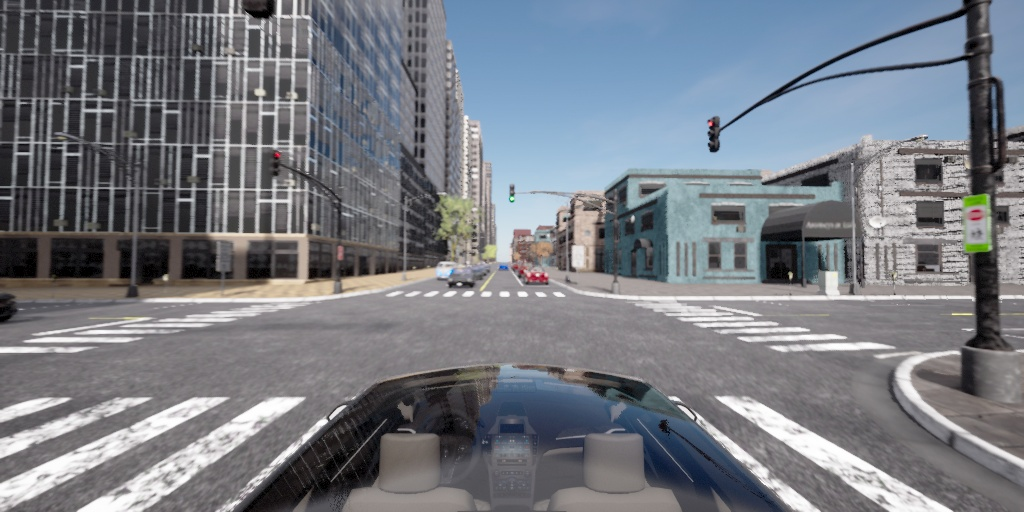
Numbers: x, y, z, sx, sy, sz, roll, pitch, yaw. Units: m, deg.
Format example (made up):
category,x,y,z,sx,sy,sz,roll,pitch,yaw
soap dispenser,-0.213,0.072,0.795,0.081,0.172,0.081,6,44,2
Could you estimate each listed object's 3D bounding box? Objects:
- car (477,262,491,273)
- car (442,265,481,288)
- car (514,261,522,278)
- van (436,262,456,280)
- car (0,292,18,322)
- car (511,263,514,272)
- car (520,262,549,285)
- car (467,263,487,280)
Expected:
category,x,y,z,sx,sy,sz,roll,pitch,yaw
car,-4.185,1.851,46.640,2.033,1.411,5.357,0,-1,-1
car,-3.726,1.607,27.500,2.033,1.411,5.357,0,-1,-2
car,1.712,1.597,41.780,2.192,1.841,5.009,0,0,-1
van,-6.533,1.489,35.874,1.690,1.789,3.998,0,0,-1
car,-18.147,1.347,10.743,5.008,1.535,1.882,0,-2,-1
car,1.180,1.886,64.468,2.192,1.841,5.009,0,0,-1
car,1.977,1.577,30.436,1.967,1.591,4.097,0,0,-1
car,-3.959,1.742,36.800,1.994,1.385,4.181,0,-1,-1
